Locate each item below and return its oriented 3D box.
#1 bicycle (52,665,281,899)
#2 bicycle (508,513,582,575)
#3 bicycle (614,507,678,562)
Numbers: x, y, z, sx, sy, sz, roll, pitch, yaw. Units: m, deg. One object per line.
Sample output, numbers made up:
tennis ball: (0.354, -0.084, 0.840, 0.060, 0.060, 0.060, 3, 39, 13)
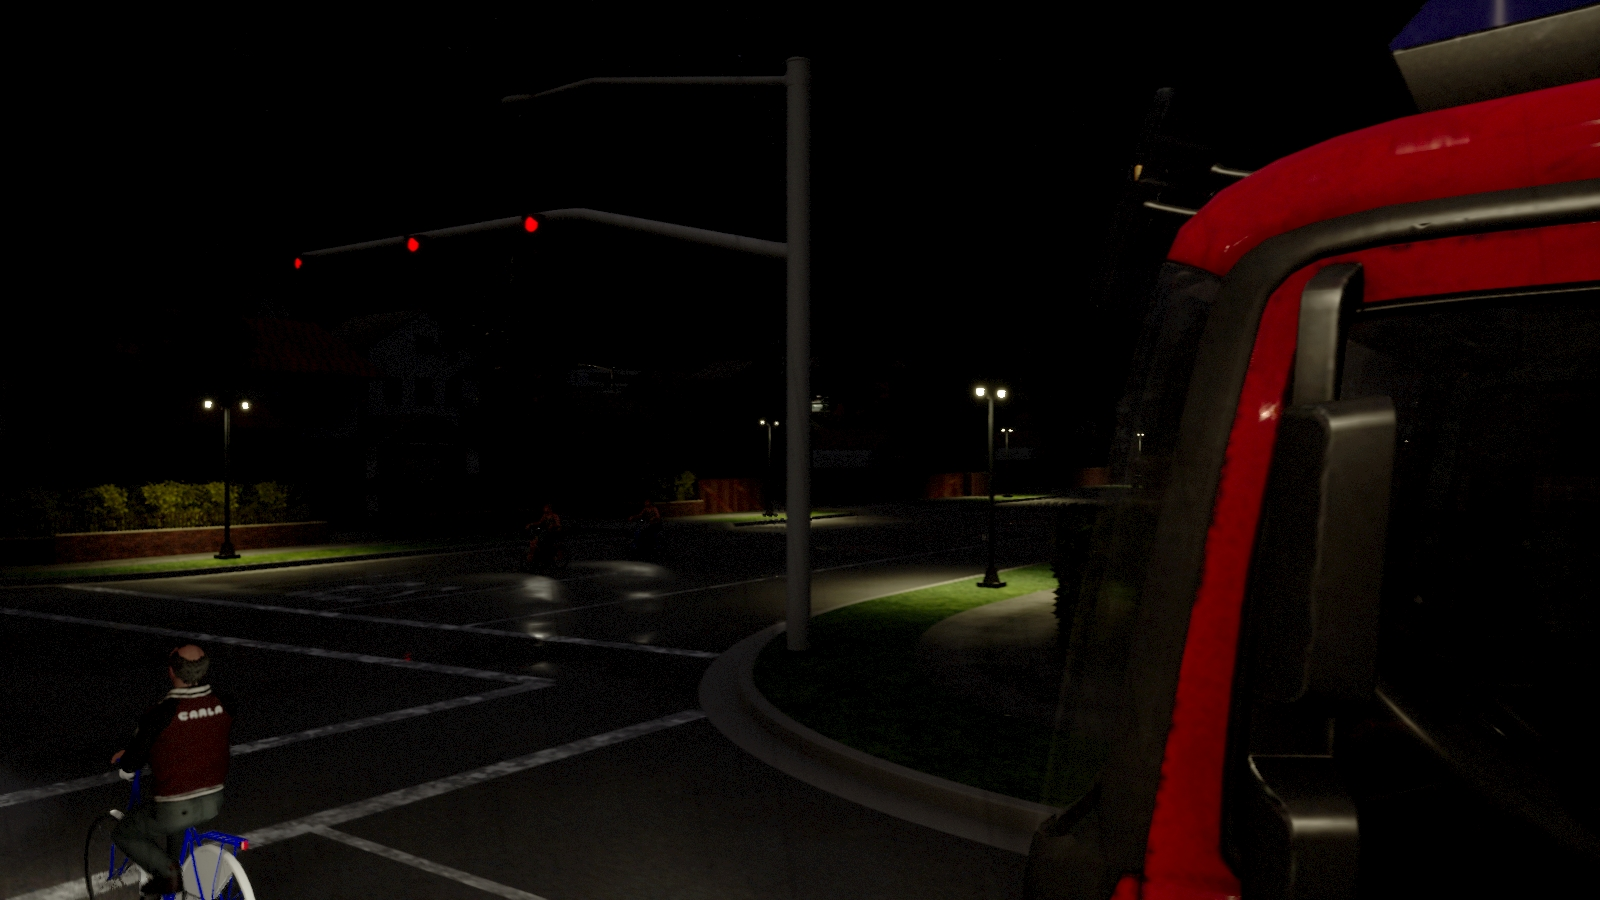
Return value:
bicycle: (-3.503, 2.050, 6.248, 1.835, 1.496, 0.329, 0, 0, 35)
bicycle: (-5.889, 2.151, 26.427, 0.859, 1.301, 1.487, 0, 0, 35)
bicycle: (-3.953, 2.151, 29.399, 0.859, 1.301, 1.487, 0, 0, 34)
